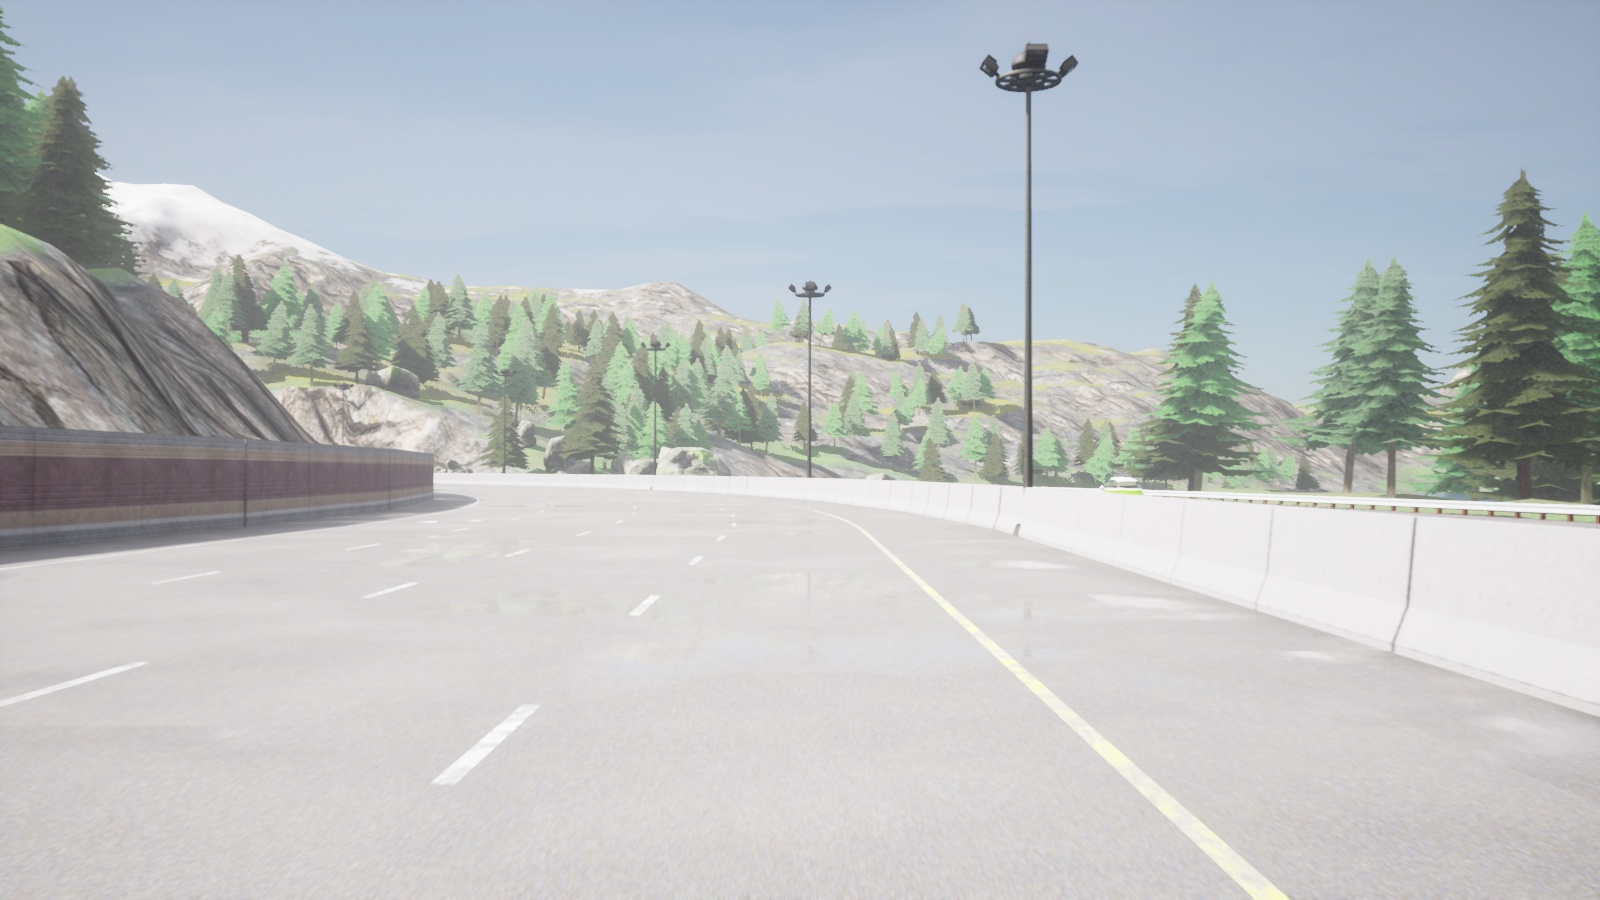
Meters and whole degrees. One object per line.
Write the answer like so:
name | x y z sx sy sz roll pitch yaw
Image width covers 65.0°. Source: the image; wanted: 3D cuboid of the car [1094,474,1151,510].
car | 12.848 1.656 50.093 1.481 1.376 2.207 0 -1 -7
